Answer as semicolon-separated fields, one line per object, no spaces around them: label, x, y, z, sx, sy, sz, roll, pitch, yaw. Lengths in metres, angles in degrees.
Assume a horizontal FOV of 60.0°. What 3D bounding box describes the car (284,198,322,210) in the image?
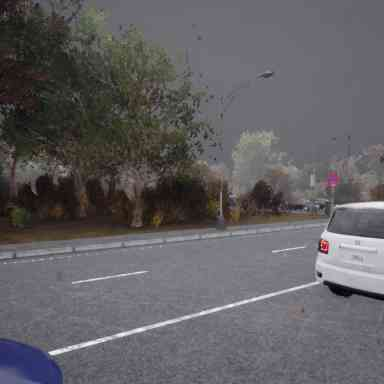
car;12.565;1.492;38.767;2.128;1.511;4.902;0;0;-33

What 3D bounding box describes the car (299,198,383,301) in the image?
car;5.071;1.221;7.369;5.566;2.045;2.150;0;0;-35

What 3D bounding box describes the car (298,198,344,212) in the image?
car;15.595;1.491;40.550;2.128;1.511;4.902;0;0;-32

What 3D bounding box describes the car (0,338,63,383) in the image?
car;-3.051;1.526;1.567;4.674;1.442;1.812;0;0;-36

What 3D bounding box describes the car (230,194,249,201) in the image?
car;5.648;1.203;49.732;2.150;2.045;5.566;0;0;-33
